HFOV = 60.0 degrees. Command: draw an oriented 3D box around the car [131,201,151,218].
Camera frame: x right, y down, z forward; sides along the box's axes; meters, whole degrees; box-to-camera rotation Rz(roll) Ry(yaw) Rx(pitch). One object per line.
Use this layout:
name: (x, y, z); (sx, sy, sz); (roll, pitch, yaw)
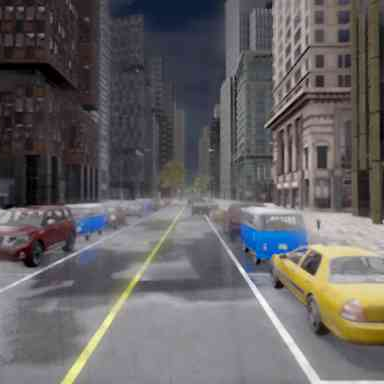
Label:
car: (-5.774, 1.913, 34.097); (2.008, 1.369, 4.403); (0, -1, 0)

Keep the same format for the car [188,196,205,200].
car: (0.888, 1.785, 52.631); (2.150, 2.045, 5.566); (0, -1, 0)

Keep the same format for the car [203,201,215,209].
car: (2.762, 2.180, 56.183); (1.802, 1.307, 4.206); (0, -1, 0)

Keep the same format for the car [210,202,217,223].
car: (2.764, 1.830, 28.731); (1.752, 1.417, 4.829); (0, -1, 0)

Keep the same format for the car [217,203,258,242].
car: (2.766, 1.500, 17.514); (2.192, 1.841, 5.009); (0, -1, 0)

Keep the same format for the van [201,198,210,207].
van: (2.762, 2.058, 67.236); (1.690, 1.788, 3.998); (0, -1, 0)

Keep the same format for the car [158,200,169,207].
car: (-5.789, 2.262, 67.248); (1.887, 1.381, 4.507); (0, -1, 0)

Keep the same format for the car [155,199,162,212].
car: (-5.778, 1.796, 45.150); (2.192, 1.841, 5.009); (0, -1, 0)

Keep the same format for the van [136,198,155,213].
van: (-5.776, 1.762, 39.625); (1.690, 1.788, 3.998); (0, -1, 0)

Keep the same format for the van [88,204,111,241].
van: (-5.766, 1.526, 17.525); (1.690, 1.788, 3.998); (0, -1, 0)

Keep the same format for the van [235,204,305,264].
van: (2.766, 1.467, 11.989); (1.690, 1.788, 3.998); (0, -1, 0)

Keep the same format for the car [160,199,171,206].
car: (-5.792, 2.322, 72.773); (1.887, 1.381, 4.507); (0, -1, 0)

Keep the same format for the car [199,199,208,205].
car: (2.761, 2.381, 78.282); (1.887, 1.381, 4.507); (0, -1, 0)

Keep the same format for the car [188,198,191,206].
car: (0.817, 1.974, 46.587); (1.882, 1.535, 5.008); (0, -1, -1)

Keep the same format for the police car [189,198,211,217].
police car: (0.892, 1.815, 36.709); (1.930, 1.638, 5.238); (0, -1, 0)

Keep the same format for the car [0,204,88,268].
car: (-5.764, 1.442, 12.000); (2.192, 1.841, 5.009); (0, -1, 0)

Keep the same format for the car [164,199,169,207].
car: (-5.786, 2.182, 61.554); (1.752, 1.417, 4.829); (0, -1, 0)

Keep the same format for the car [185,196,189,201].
car: (-0.016, 2.142, 72.913); (1.837, 1.490, 4.892); (0, -1, 0)

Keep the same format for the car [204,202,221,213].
car: (2.763, 2.031, 45.134); (2.008, 1.369, 4.403); (0, -1, 0)

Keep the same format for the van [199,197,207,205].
van: (2.761, 2.238, 83.809); (1.690, 1.788, 3.998); (0, -1, 0)

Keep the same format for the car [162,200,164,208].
car: (-5.782, 2.084, 50.673); (1.887, 1.381, 4.507); (0, -1, 0)

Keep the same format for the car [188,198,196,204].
car: (-0.020, 2.350, 87.806); (1.994, 1.385, 4.181); (0, -1, 0)

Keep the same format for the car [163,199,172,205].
car: (-5.794, 2.382, 78.298); (1.887, 1.381, 4.507); (0, -1, 0)

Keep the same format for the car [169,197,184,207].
car: (-3.032, 2.219, 65.014); (1.812, 1.442, 4.674); (0, -1, 1)

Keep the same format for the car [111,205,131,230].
car: (-5.769, 1.684, 23.048); (1.967, 1.590, 4.097); (0, -1, 0)

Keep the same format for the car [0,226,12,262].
car: (-5.762, 1.619, 6.472); (2.008, 1.369, 4.403); (0, -1, 0)

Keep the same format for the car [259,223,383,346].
car: (2.765, 1.595, 6.633); (1.752, 1.417, 4.829); (0, -1, 0)
